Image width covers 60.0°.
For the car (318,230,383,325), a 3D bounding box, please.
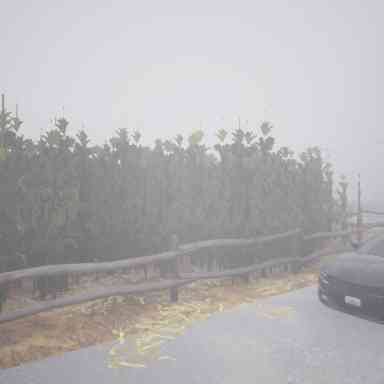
[{"bbox_3d":[4.614,1.477,6.795,5.008,1.535,1.882,0,0,-35],"label":"car"}]
